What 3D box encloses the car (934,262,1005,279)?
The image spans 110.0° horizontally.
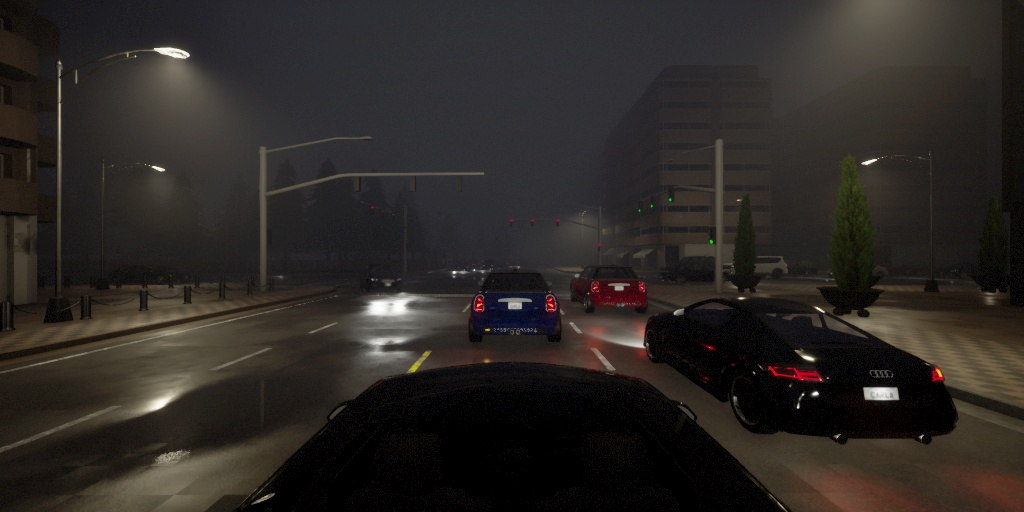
[{"bbox_3d":[42.130,1.283,33.091,5.008,1.535,1.882,0,0,0],"label":"car"}]

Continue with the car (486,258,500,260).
[{"bbox_3d":[-3.218,1.255,52.332,1.837,1.490,4.892,0,0,3],"label":"car"}]

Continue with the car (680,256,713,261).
[{"bbox_3d":[18.422,1.027,36.521,5.566,2.045,2.150,0,0,0],"label":"car"}]

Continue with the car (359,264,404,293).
[{"bbox_3d":[-7.726,1.240,21.055,2.128,1.511,4.902,1,0,-30],"label":"car"}]

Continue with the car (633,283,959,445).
[{"bbox_3d":[3.607,1.314,5.510,1.994,1.385,4.181,0,0,0],"label":"car"}]

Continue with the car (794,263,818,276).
[{"bbox_3d":[28.181,1.406,36.557,4.718,1.301,1.895,0,0,0],"label":"car"}]

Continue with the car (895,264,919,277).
[{"bbox_3d":[38.227,1.406,36.588,4.718,1.301,1.895,0,0,0],"label":"car"}]

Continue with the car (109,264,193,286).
[{"bbox_3d":[-25.742,1.311,25.652,4.892,1.490,1.837,0,0,0],"label":"car"}]

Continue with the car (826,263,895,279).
[{"bbox_3d":[31.806,1.331,33.068,4.674,1.442,1.812,0,0,0],"label":"car"}]

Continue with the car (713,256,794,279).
[{"bbox_3d":[22.169,1.027,33.036,5.566,2.045,2.150,0,0,0],"label":"car"}]

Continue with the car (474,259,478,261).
[{"bbox_3d":[-6.246,1.255,57.557,1.837,1.490,4.892,0,0,7],"label":"car"}]

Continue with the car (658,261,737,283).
[{"bbox_3d":[13.148,1.300,25.800,4.902,1.511,2.128,0,0,0],"label":"car"}]

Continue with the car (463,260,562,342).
[{"bbox_3d":[0.083,1.102,9.923,2.097,1.767,4.553,0,0,0],"label":"car"}]

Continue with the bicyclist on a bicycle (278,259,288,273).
[{"bbox_3d":[-25.611,1.106,40.135,0.582,1.620,1.656,0,0,0],"label":"bicyclist on a bicycle"}]

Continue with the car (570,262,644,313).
[{"bbox_3d":[3.606,1.102,14.151,2.097,1.767,4.553,0,0,0],"label":"car"}]

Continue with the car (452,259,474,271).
[{"bbox_3d":[-6.859,1.314,48.668,1.994,1.385,4.181,0,0,2],"label":"car"}]
